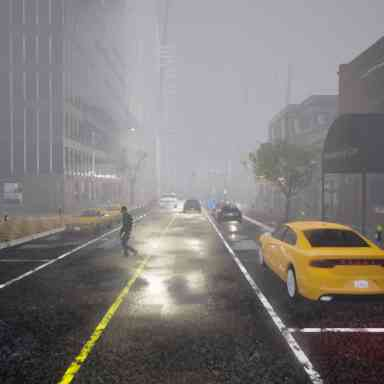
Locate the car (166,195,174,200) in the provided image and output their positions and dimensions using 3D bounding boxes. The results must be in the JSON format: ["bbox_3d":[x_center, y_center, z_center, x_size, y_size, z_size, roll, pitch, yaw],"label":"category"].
[{"bbox_3d":[-5.976,1.499,90.187,1.752,1.417,4.829,-1,0,0],"label":"car"}]

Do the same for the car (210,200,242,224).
[{"bbox_3d":[2.641,1.558,24.736,1.947,1.339,4.313,-1,0,0],"label":"car"}]

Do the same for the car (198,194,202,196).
[{"bbox_3d":[0.023,1.463,47.208,1.882,1.535,5.008,0,0,-1],"label":"car"}]

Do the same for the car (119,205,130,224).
[{"bbox_3d":[-5.739,1.518,24.565,1.752,1.417,4.829,-1,0,0],"label":"car"}]

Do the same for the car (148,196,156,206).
[{"bbox_3d":[-5.783,1.424,52.410,1.967,1.590,4.097,-1,0,0],"label":"car"}]

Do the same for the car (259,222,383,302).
[{"bbox_3d":[2.987,1.475,8.353,1.882,1.535,5.008,0,0,0],"label":"car"}]

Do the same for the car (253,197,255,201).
[{"bbox_3d":[16.412,1.399,75.692,5.009,1.841,2.192,1,0,1],"label":"car"}]

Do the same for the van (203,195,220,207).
[{"bbox_3d":[2.613,1.328,41.339,1.690,1.788,3.998,-1,0,0],"label":"van"}]

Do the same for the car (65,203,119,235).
[{"bbox_3d":[-5.731,1.519,19.031,1.752,1.417,4.829,-1,0,0],"label":"car"}]

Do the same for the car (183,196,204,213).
[{"bbox_3d":[0.034,1.493,36.206,1.837,1.490,4.892,0,0,0],"label":"car"}]

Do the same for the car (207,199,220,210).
[{"bbox_3d":[2.633,1.572,30.270,1.802,1.307,4.206,-1,0,0],"label":"car"}]

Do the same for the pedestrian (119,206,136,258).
[{"bbox_3d":[-2.182,1.290,11.154,0.375,1.860,0.375,-1,1,-2],"label":"pedestrian"}]

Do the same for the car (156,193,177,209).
[{"bbox_3d":[-3.162,1.208,45.160,2.150,2.045,5.566,0,0,0],"label":"car"}]
